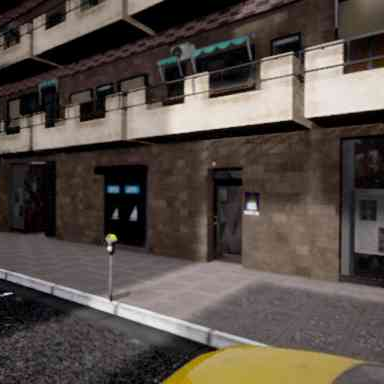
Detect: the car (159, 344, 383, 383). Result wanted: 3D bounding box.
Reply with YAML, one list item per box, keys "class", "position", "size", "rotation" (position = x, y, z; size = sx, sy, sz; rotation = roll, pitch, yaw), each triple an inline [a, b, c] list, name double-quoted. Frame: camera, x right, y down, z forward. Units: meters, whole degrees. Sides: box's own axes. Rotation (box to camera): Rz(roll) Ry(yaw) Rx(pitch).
- class: "car"
  position: [1.746, 1.528, 1.623]
  size: [4.829, 1.417, 1.752]
  rotation: [0, 0, 35]
